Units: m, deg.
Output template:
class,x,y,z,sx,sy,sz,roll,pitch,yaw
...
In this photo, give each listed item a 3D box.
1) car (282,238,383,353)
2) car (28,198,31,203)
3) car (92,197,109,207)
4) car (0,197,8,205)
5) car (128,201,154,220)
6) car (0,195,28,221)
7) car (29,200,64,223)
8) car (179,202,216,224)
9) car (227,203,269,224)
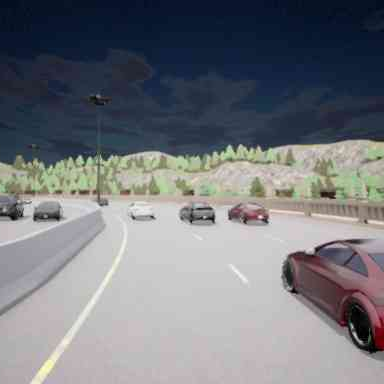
class,x,y,z,sx,sy,sz,roll,pitch,yaw
car,3.194,1.545,6.167,1.994,1.385,4.181,0,0,-4
car,-31.644,1.599,62.441,2.128,1.511,4.902,0,0,-43
car,-13.989,1.509,50.346,2.128,1.511,4.902,0,0,-30
car,-36.447,1.626,62.381,2.033,1.411,5.357,0,0,-43
car,-4.422,1.520,28.558,1.812,1.442,4.674,0,0,-17
car,-15.225,1.267,27.243,2.150,2.045,5.566,0,0,-19
car,-11.339,1.504,26.466,1.882,1.535,5.008,0,0,-18
car,0.313,1.470,24.400,2.128,1.511,4.902,0,0,-13
car,3.983,1.488,24.107,1.812,1.442,4.674,0,0,-13
